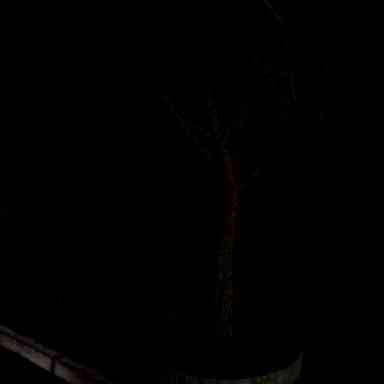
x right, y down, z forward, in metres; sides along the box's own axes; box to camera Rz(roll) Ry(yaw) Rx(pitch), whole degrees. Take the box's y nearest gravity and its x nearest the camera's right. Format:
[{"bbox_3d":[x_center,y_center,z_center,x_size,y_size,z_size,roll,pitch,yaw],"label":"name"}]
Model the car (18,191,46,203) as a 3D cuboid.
[{"bbox_3d":[-20.051,0.922,40.744,2.150,2.045,5.566,1,0,32],"label":"car"}]
